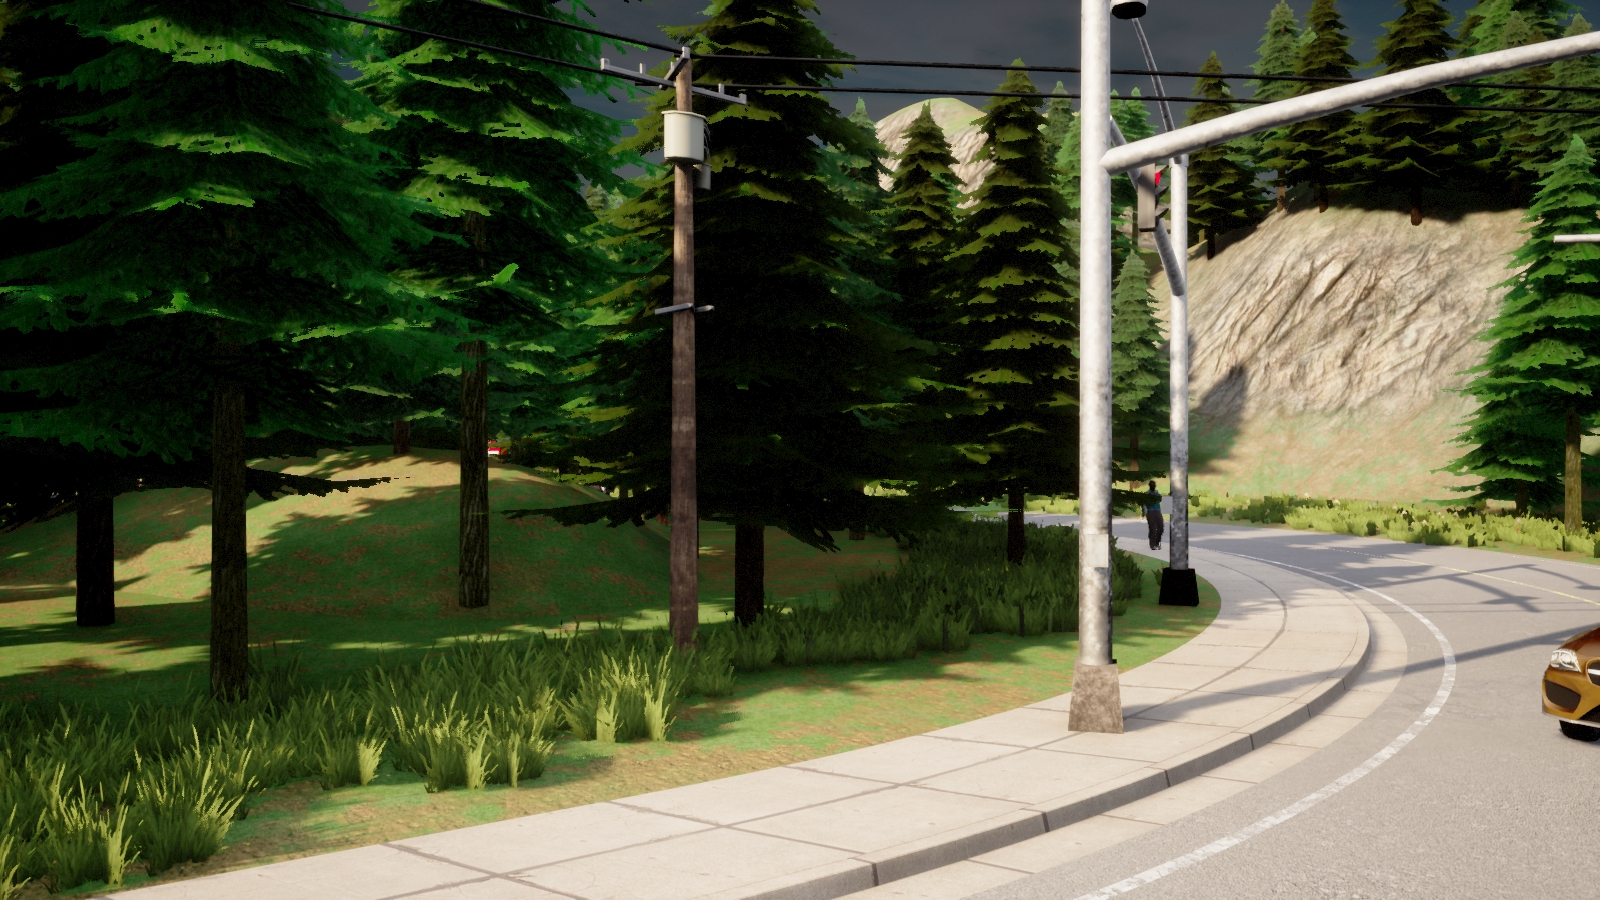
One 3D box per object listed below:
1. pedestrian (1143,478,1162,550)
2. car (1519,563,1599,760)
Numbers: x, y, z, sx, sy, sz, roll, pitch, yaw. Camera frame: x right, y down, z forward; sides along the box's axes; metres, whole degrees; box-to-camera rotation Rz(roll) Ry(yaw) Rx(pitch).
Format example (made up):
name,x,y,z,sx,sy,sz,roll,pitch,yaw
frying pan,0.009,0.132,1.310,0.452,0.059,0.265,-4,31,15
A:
name,x,y,z,sx,sy,sz,roll,pitch,yaw
pedestrian,9.249,1.669,29.970,0.375,1.860,0.375,0,0,0
car,9.577,1.970,11.147,5.027,1.651,2.152,0,0,-29
